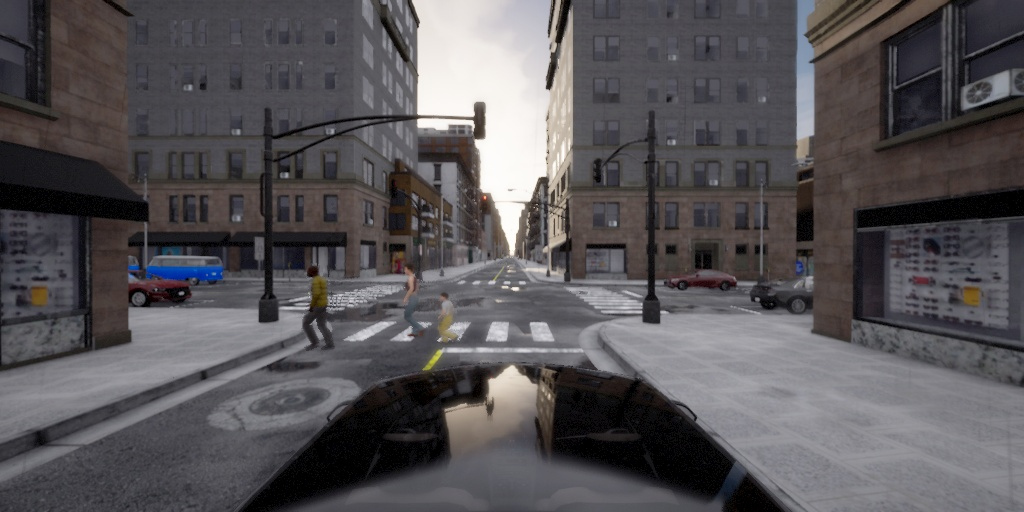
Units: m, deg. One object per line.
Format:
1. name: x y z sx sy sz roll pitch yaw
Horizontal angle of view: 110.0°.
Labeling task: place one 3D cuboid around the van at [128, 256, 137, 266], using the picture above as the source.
1. van: -26.080 0.851 22.607 3.998 1.789 1.690 0 0 0

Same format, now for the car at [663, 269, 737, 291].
1. car: 11.665 1.460 22.306 4.207 1.307 1.802 0 0 0

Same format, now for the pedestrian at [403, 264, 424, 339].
1. pedestrian: -2.447 1.050 8.724 0.375 1.860 0.375 0 0 0

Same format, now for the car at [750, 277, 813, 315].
1. car: 11.625 1.468 13.781 4.403 1.370 2.007 0 0 0

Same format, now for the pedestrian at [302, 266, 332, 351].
1. pedestrian: -4.116 1.049 7.524 0.375 1.860 0.375 0 0 0

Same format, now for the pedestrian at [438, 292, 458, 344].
1. pedestrian: -1.460 1.329 8.124 0.375 1.300 0.375 0 0 0

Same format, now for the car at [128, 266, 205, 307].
1. car: -15.138 1.200 13.988 4.507 1.381 1.888 0 0 0

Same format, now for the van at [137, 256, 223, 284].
1. van: -20.589 0.903 22.564 3.998 1.789 1.690 0 0 0
